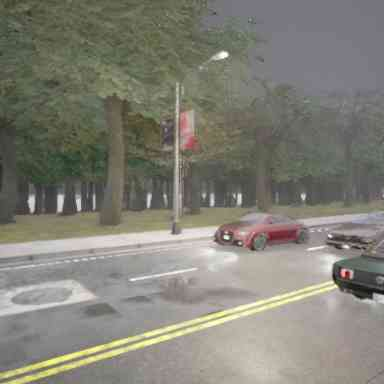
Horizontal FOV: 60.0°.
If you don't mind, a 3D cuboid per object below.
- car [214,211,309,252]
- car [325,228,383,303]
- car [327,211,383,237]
[{"bbox_3d":[2.929,1.518,13.740,4.181,1.385,1.994,0,0,-35],"label":"car"},{"bbox_3d":[5.124,1.565,7.086,4.718,1.301,1.895,0,0,-35],"label":"car"},{"bbox_3d":[7.483,1.480,12.988,5.357,1.411,2.033,0,0,-35],"label":"car"}]
